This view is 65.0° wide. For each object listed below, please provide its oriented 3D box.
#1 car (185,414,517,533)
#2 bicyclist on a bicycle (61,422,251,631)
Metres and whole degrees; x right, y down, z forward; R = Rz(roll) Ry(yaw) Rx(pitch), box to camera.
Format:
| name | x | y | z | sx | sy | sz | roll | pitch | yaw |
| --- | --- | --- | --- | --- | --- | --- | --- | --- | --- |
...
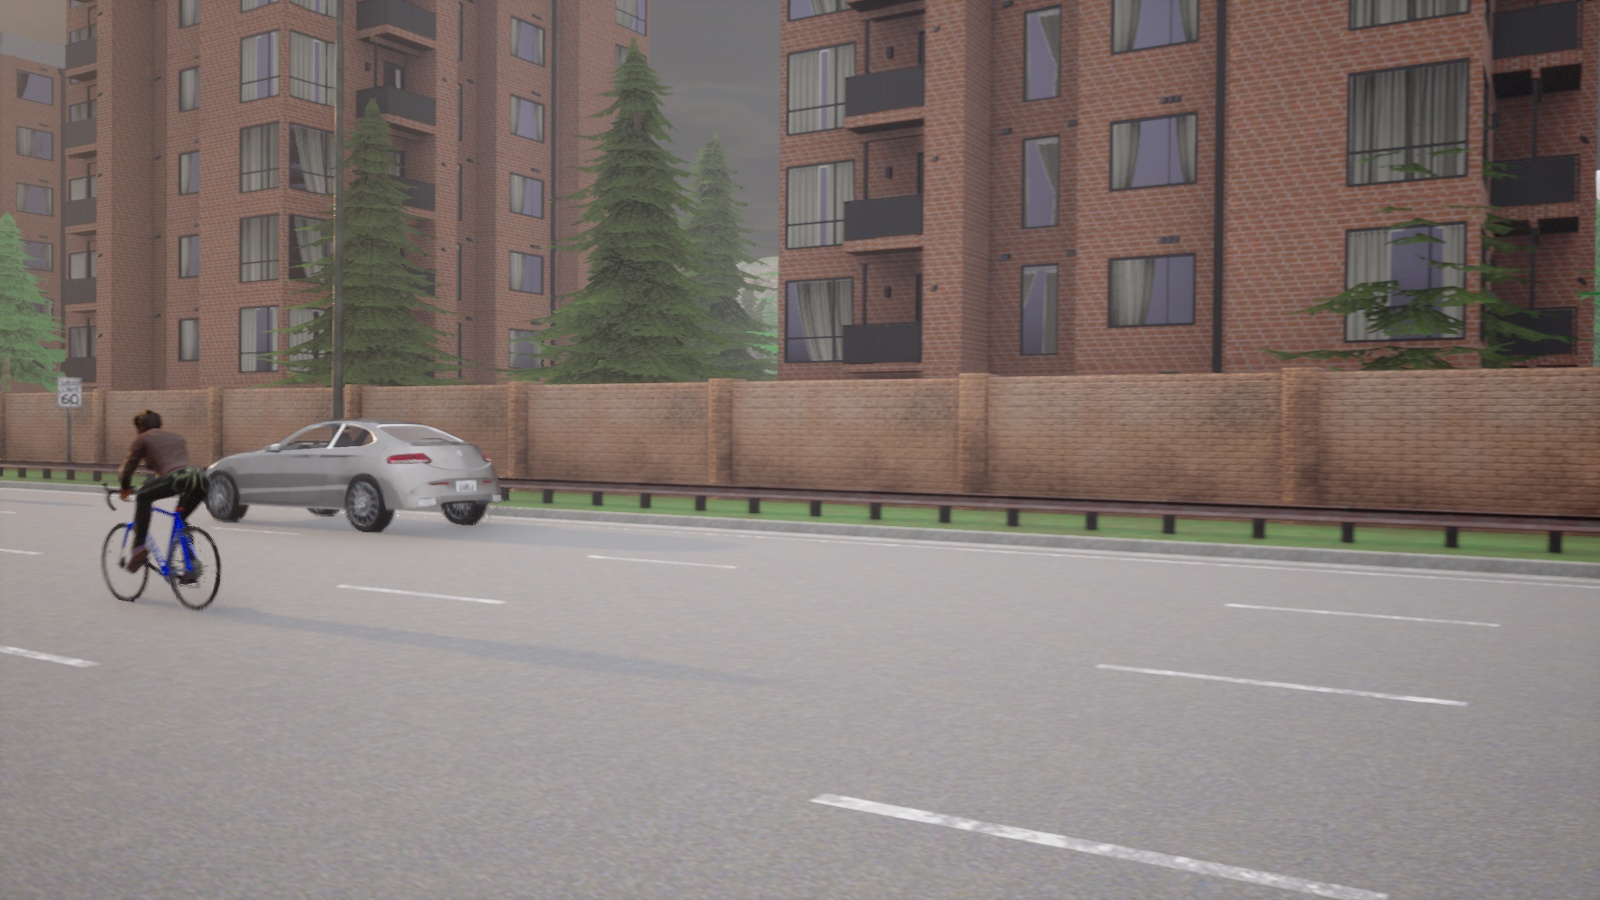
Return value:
| name | x | y | z | sx | sy | sz | roll | pitch | yaw |
| --- | --- | --- | --- | --- | --- | --- | --- | --- | --- |
| car | -7.046 | 0.313 | 19.584 | 5.027 | 1.651 | 2.152 | 0 | 1 | 31 |
| bicyclist on a bicycle | -5.340 | 0.595 | 10.392 | 1.656 | 1.620 | 0.582 | -1 | 1 | 31 |
